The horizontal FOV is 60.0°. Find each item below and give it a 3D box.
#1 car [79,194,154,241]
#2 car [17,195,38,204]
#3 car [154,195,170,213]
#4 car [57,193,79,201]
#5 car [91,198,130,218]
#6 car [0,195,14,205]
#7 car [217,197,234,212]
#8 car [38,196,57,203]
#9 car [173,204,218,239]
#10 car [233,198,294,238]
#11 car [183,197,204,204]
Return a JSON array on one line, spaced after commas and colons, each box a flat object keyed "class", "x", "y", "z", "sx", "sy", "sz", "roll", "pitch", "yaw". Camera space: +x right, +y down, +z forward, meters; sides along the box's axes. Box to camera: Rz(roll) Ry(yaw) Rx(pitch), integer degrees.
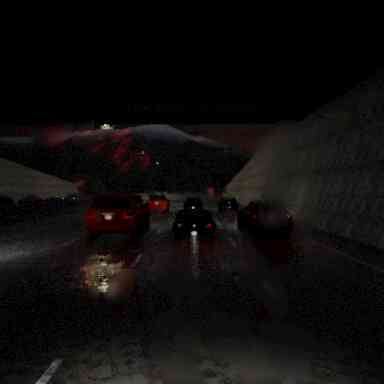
[{"class": "car", "x": -3.399, "y": 1.102, "z": 16.207, "sx": 2.150, "sy": 2.045, "sz": 5.566, "roll": 0, "pitch": 0, "yaw": 0}, {"class": "car", "x": -24.533, "y": 1.157, "z": 50.561, "sx": 1.812, "sy": 1.442, "sz": 4.674, "roll": 0, "pitch": 0, "yaw": 0}, {"class": "car", "x": -3.382, "y": 1.104, "z": 33.872, "sx": 2.097, "sy": 1.767, "sz": 4.553, "roll": 0, "pitch": 0, "yaw": 0}, {"class": "car", "x": -17.542, "y": 0.994, "z": 49.060, "sx": 2.097, "sy": 1.767, "sz": 4.553, "roll": 0, "pitch": 0, "yaw": 0}, {"class": "car", "x": -6.888, "y": 1.336, "z": 28.780, "sx": 2.033, "sy": 1.411, "sz": 5.357, "roll": 0, "pitch": 0, "yaw": 0}, {"class": "car", "x": -28.032, "y": 1.170, "z": 48.759, "sx": 1.812, "sy": 1.442, "sz": 4.674, "roll": 0, "pitch": 0, "yaw": 0}, {"class": "car", "x": 3.619, "y": 1.241, "z": 34.150, "sx": 2.128, "sy": 1.511, "sz": 4.902, "roll": 0, "pitch": 0, "yaw": 0}, {"class": "car", "x": -21.035, "y": 1.230, "z": 50.727, "sx": 1.895, "sy": 1.301, "sz": 4.718, "roll": 0, "pitch": 0, "yaw": 0}, {"class": "car", "x": 0.101, "y": 1.478, "z": 16.664, "sx": 1.895, "sy": 1.301, "sz": 4.718, "roll": 0, "pitch": 0, "yaw": 0}, {"class": "car", "x": 3.602, "y": 1.226, "z": 17.096, "sx": 2.097, "sy": 1.767, "sz": 4.553, "roll": 0, "pitch": 0, "yaw": 0}, {"class": "car", "x": 0.119, "y": 1.254, "z": 34.234, "sx": 1.837, "sy": 1.490, "sz": 4.892, "roll": 0, "pitch": 0, "yaw": 0}]
